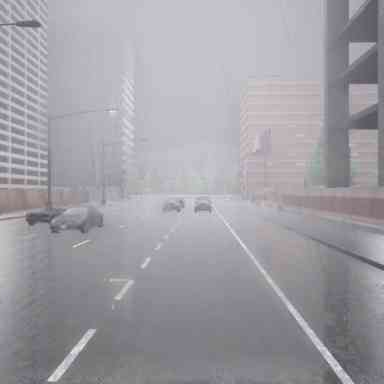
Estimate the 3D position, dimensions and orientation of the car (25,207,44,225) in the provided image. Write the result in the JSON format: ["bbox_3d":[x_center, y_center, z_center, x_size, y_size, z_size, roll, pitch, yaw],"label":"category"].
[{"bbox_3d":[-9.794,1.601,23.636,1.895,1.301,4.718,0,0,2],"label":"car"}]

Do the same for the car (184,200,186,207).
[{"bbox_3d":[-1.950,1.505,47.036,1.837,1.490,4.892,0,0,2],"label":"car"}]

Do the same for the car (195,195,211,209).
[{"bbox_3d":[1.557,1.352,47.265,2.097,1.767,4.553,0,0,2],"label":"car"}]

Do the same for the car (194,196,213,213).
[{"bbox_3d":[1.245,1.526,37.215,1.812,1.442,4.674,0,0,2],"label":"car"}]

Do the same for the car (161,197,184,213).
[{"bbox_3d":[-2.240,1.526,37.695,1.812,1.442,4.674,0,0,2],"label":"car"}]

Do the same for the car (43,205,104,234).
[{"bbox_3d":[-6.471,1.525,19.321,1.812,1.442,4.674,0,0,2],"label":"car"}]
